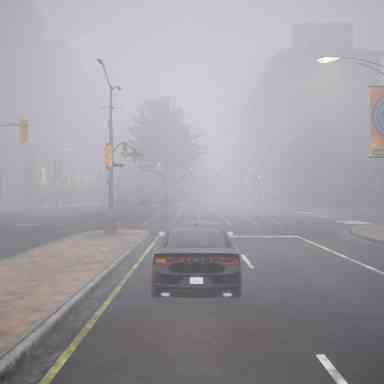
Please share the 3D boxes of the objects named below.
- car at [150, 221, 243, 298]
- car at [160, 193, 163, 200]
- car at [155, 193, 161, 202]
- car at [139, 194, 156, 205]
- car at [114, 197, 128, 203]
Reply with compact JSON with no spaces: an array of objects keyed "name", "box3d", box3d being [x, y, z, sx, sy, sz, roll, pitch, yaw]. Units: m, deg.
[{"name":"car","box3d":[0.110,1.478,8.590,1.882,1.535,5.008,0,0,1]},{"name":"car","box3d":[-7.707,1.225,76.608,2.150,2.045,5.566,0,0,0]},{"name":"car","box3d":[-7.782,1.526,65.856,1.812,1.442,4.674,0,0,1]},{"name":"car","box3d":[-7.865,1.505,56.597,1.837,1.490,4.892,0,0,1]},{"name":"car","box3d":[-14.490,1.595,67.967,1.895,1.301,4.718,0,0,0]}]
